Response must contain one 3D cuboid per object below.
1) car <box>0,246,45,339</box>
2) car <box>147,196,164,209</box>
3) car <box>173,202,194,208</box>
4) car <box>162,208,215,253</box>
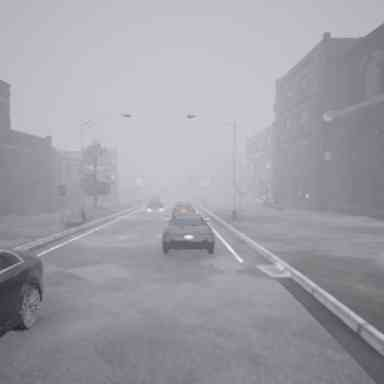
[{"bbox_3d":[-3.463,1.488,4.003,2.128,1.511,4.902,0,0,-3],"label":"car"},{"bbox_3d":[-4.977,1.319,45.507,2.097,1.767,4.553,0,0,-2],"label":"car"},{"bbox_3d":[-0.728,1.544,29.579,1.994,1.385,4.181,0,0,-2],"label":"car"},{"bbox_3d":[-0.179,1.554,13.720,1.994,1.385,4.181,0,0,-2],"label":"car"}]
